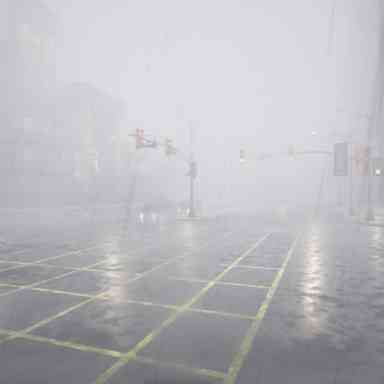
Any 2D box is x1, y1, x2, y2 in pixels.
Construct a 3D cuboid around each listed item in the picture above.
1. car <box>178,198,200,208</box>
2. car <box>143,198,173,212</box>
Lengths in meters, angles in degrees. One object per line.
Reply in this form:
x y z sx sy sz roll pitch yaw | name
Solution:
-0.373 1.601 48.487 1.895 1.301 4.718 0 0 21 | car
-3.925 1.478 38.910 1.882 1.535 5.008 0 0 22 | car
